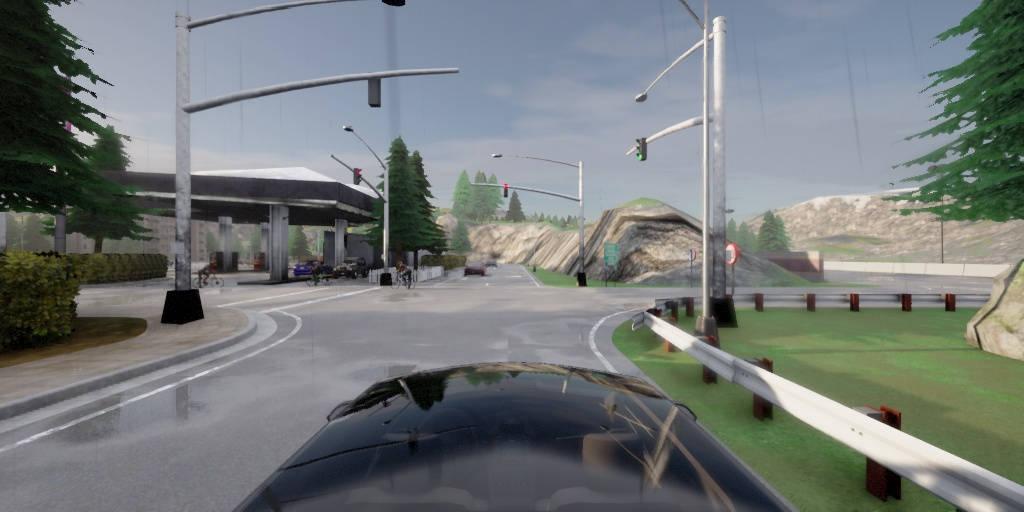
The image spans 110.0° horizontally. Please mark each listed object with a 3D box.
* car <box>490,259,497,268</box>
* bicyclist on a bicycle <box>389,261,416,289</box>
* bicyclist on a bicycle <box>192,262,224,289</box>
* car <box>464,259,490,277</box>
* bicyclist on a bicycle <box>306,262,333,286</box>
[{"bbox_3d":[-3.487,1.298,61.836,2.033,1.411,5.357,0,0,1],"label":"car"},{"bbox_3d":[-6.289,1.115,20.588,1.656,1.620,0.582,0,-1,12],"label":"bicyclist on a bicycle"},{"bbox_3d":[-18.539,1.190,21.907,1.656,1.620,0.582,0,-1,-15],"label":"bicyclist on a bicycle"},{"bbox_3d":[-3.574,1.227,35.453,1.882,1.535,5.008,0,0,0],"label":"car"},{"bbox_3d":[-13.084,1.203,24.373,1.656,1.620,0.582,0,0,-40],"label":"bicyclist on a bicycle"}]
